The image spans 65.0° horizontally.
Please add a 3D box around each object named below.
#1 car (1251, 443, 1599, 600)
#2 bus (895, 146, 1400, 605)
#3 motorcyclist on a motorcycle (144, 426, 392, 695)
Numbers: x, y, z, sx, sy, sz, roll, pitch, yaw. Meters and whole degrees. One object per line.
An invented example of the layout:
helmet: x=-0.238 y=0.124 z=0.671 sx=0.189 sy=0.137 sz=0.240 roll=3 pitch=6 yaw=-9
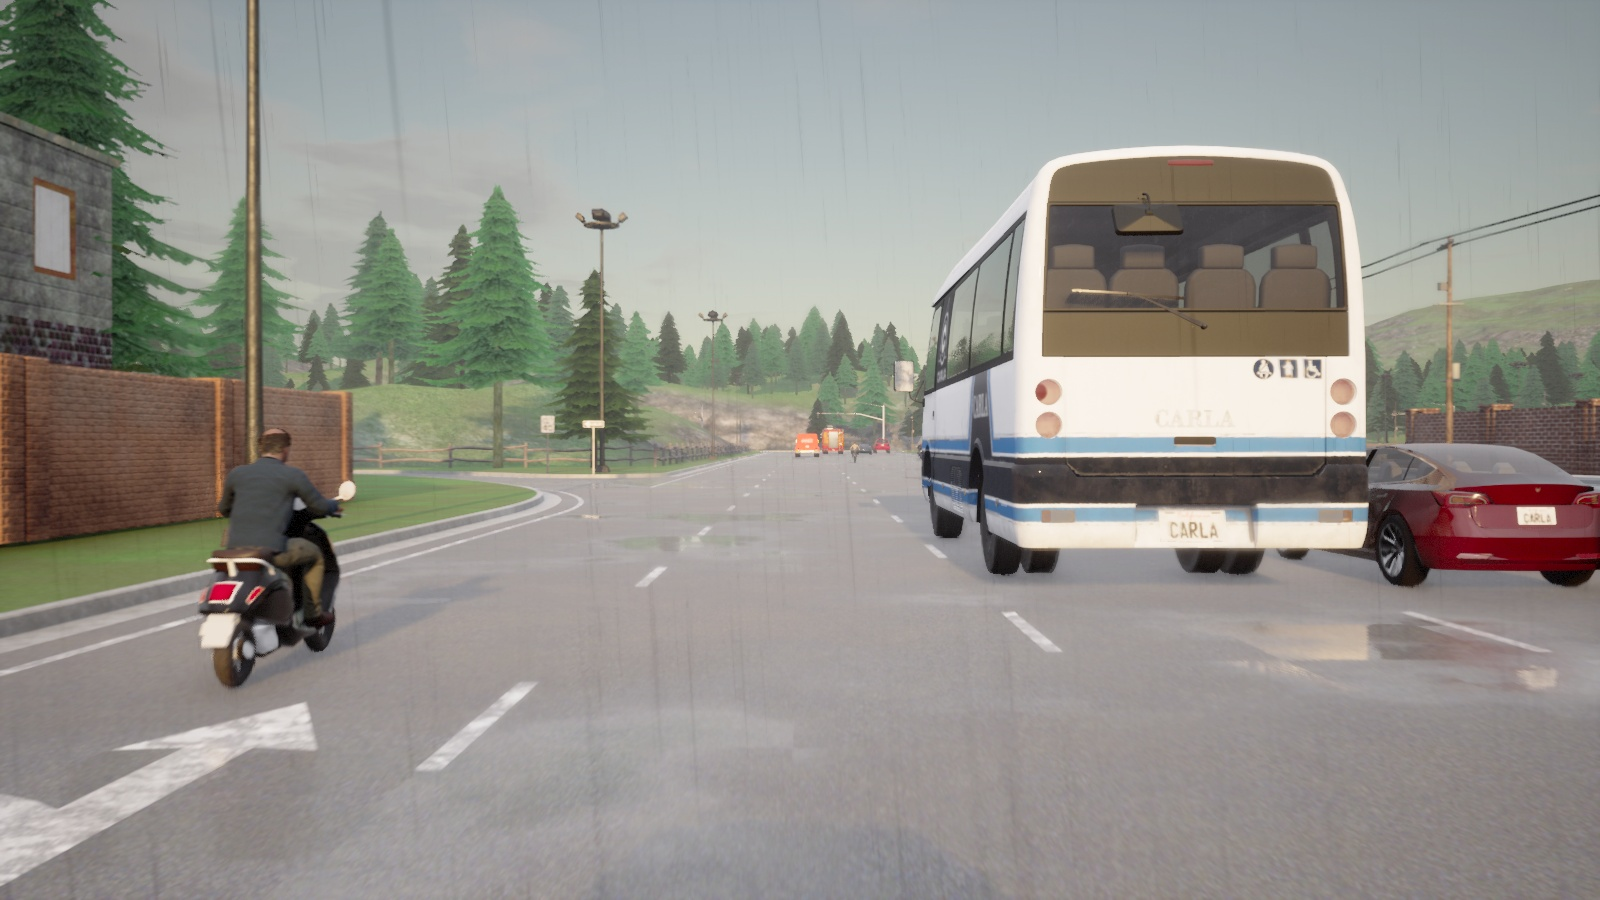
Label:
car: x=7.097 y=0.671 z=14.392 sx=2.163 sy=1.488 sz=4.792 roll=0 pitch=0 yaw=0
bus: x=3.611 y=-0.722 z=16.783 sx=3.944 sy=4.253 sz=10.273 roll=0 pitch=0 yaw=0
motorcyclist on a motorcycle: x=-3.438 y=0.650 z=8.328 sx=0.866 sy=1.590 sz=1.817 roll=0 pitch=0 yaw=0
